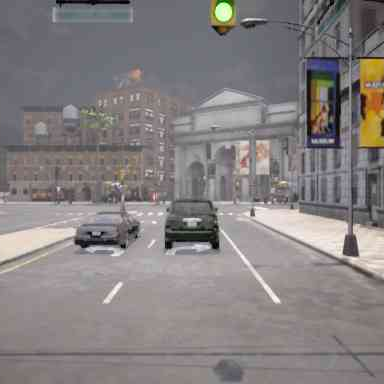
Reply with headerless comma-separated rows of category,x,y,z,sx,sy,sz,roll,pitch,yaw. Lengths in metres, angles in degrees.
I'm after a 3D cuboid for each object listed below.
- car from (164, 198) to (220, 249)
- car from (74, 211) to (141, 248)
car,0.000,1.256,14.680,2.150,2.045,5.566,0,0,0
car,-3.500,1.561,14.650,2.033,1.411,5.357,0,0,0
